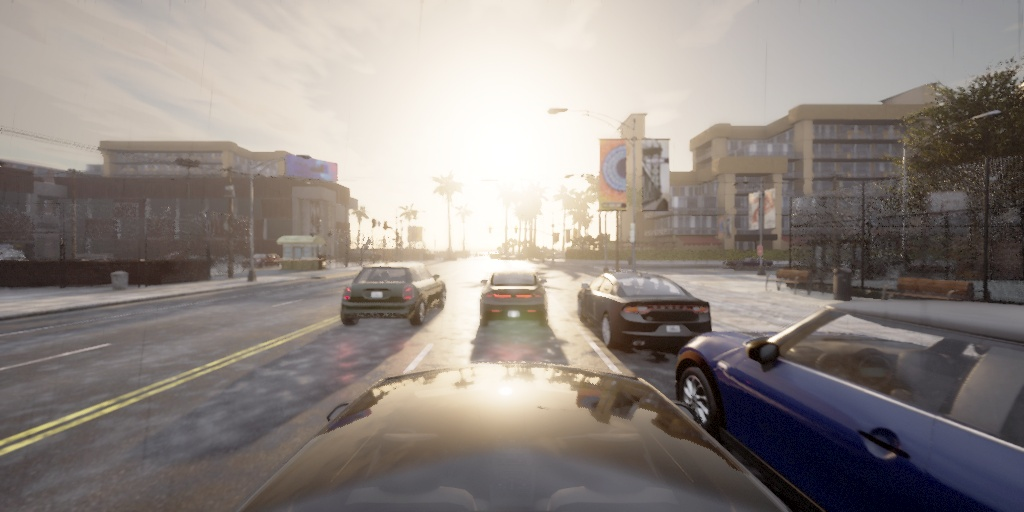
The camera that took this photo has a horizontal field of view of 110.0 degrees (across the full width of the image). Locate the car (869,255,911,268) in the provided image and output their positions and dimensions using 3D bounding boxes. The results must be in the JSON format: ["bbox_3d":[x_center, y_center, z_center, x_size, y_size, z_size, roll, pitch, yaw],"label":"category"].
[{"bbox_3d":[45.121,0.636,43.281,4.902,1.511,2.128,0,1,-1],"label":"car"}]

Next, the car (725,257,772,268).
[{"bbox_3d":[28.456,0.797,43.231,4.718,1.301,1.895,0,1,0],"label":"car"}]

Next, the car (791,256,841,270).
[{"bbox_3d":[33.552,0.734,39.763,4.902,1.511,2.128,0,1,0],"label":"car"}]

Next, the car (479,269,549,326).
[{"bbox_3d":[0.062,1.129,11.050,1.837,1.490,4.892,0,1,0],"label":"car"}]

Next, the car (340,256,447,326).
[{"bbox_3d":[-3.436,0.974,11.295,2.097,1.767,4.553,0,1,0],"label":"car"}]
